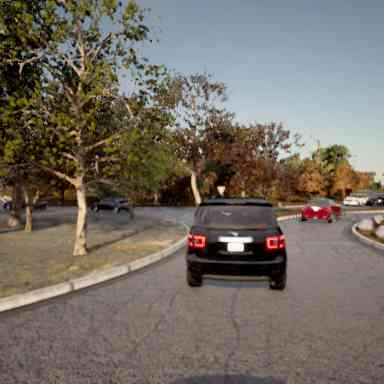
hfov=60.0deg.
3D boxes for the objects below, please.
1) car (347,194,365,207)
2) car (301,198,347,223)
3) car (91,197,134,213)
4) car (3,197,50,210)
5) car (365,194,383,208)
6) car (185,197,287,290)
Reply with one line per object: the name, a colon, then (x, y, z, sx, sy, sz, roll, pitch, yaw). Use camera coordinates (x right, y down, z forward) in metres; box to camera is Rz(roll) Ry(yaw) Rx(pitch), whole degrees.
car: (26.076, 1.281, 52.554, 5.566, 2.045, 2.150, 0, 0, -41)
car: (9.651, 1.235, 24.430, 2.097, 1.767, 4.553, 0, 0, 34)
car: (-8.037, 1.278, 33.451, 4.902, 1.511, 2.128, 0, 0, 32)
car: (-17.949, 1.279, 36.118, 4.892, 1.490, 1.837, 0, 0, 9)
car: (28.977, 1.298, 50.840, 5.566, 2.045, 2.150, 0, 0, -43)
car: (1.174, 1.136, 9.059, 2.150, 2.045, 5.566, 0, 0, 7)
